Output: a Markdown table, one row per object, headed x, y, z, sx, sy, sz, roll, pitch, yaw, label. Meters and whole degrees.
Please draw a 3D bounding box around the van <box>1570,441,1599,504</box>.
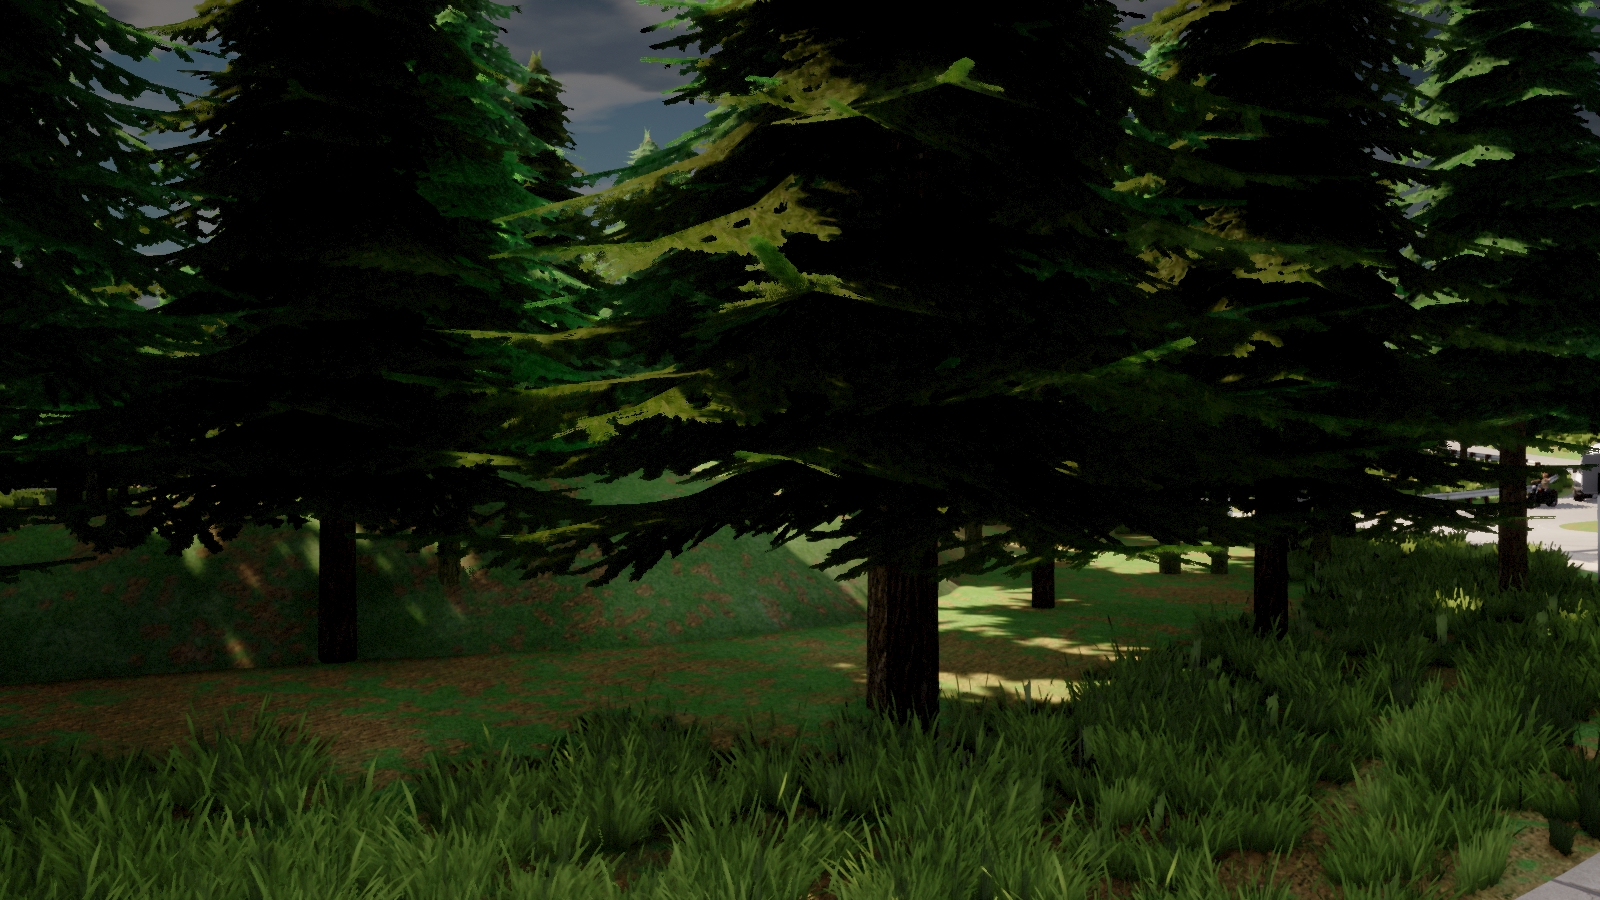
| x | y | z | sx | sy | sz | roll | pitch | yaw | label |
| --- | --- | --- | --- | --- | --- | --- | --- | --- | --- |
| 38.817 | 1.028 | 54.877 | 1.988 | 2.561 | 5.915 | -1 | 3 | 44 | van |
